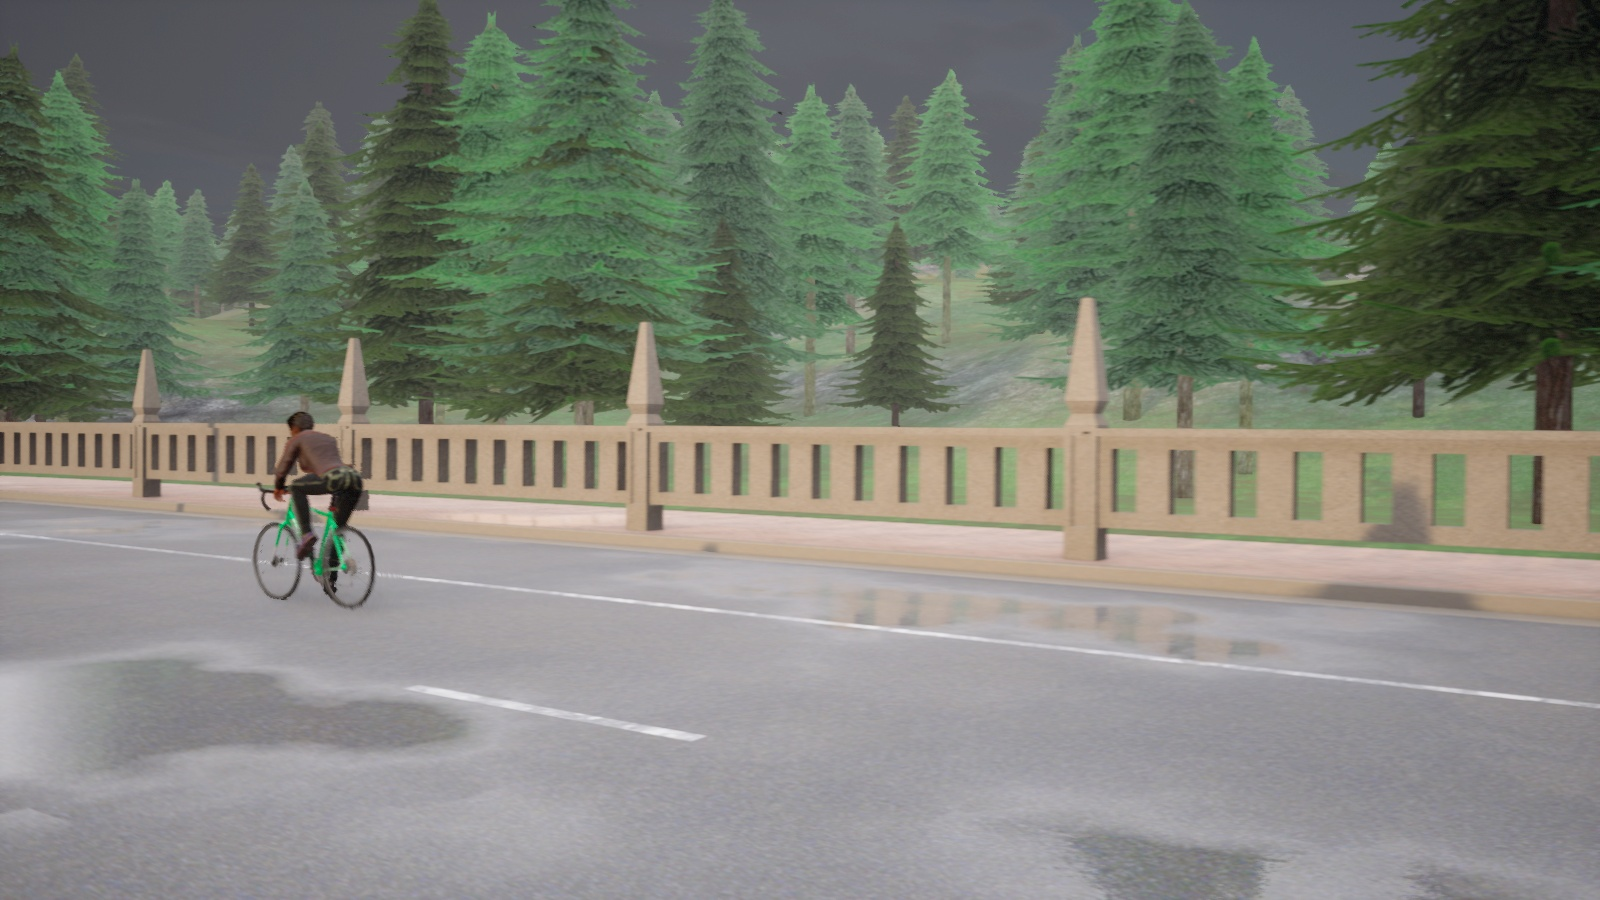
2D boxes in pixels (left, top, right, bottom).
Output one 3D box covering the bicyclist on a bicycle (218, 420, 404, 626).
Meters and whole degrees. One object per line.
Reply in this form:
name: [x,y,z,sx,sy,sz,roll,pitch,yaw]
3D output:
bicyclist on a bicycle: [-4.131,0.577,10.568,1.656,1.620,0.582,-1,1,34]
